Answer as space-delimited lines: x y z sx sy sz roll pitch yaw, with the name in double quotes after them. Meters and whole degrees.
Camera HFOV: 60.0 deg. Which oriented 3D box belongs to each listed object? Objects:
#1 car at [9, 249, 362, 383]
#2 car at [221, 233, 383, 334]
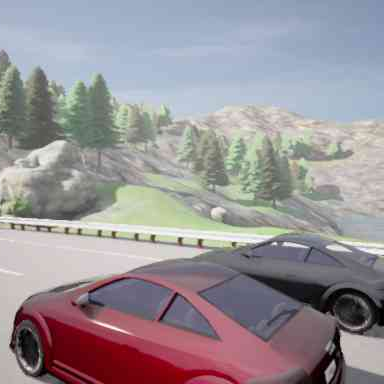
-0.401 1.560 4.129 4.181 1.385 1.994 0 0 35 "car"
1.893 1.552 6.792 4.181 1.385 1.994 0 0 35 "car"
